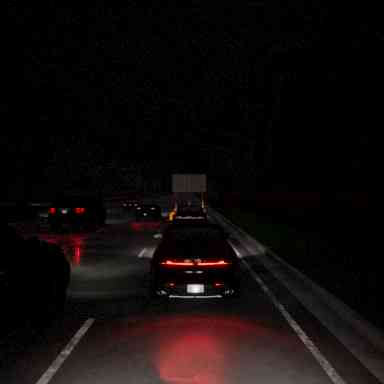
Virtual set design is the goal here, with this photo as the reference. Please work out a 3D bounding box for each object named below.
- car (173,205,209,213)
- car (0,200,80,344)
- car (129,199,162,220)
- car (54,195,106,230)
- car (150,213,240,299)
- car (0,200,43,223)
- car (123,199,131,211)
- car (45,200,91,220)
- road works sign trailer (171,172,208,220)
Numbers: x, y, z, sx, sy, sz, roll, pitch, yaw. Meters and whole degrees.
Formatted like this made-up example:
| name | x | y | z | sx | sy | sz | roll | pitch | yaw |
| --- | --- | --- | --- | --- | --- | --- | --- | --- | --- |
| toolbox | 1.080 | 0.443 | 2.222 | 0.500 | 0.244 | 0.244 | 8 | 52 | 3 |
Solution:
| name | x | y | z | sx | sy | sz | roll | pitch | yaw |
| --- | --- | --- | --- | --- | --- | --- | --- | --- | --- |
| car | -0.067 | 1.488 | 18.842 | 2.128 | 1.511 | 4.902 | 0 | 0 | 1 |
| car | -3.419 | 1.219 | 4.077 | 2.150 | 2.045 | 5.566 | 0 | 0 | 0 |
| car | -3.614 | 1.492 | 28.096 | 2.128 | 1.511 | 4.902 | 0 | 0 | -1 |
| car | -7.056 | 1.216 | 21.021 | 2.150 | 2.045 | 5.566 | 0 | -1 | -1 |
| car | 0.047 | 1.505 | 8.453 | 1.837 | 1.490 | 4.892 | 0 | 0 | 0 |
| car | -14.108 | 1.478 | 26.828 | 1.882 | 1.535 | 5.008 | 0 | 0 | 0 |
| car | -7.235 | 1.546 | 41.302 | 2.033 | 1.411 | 5.357 | 0 | 0 | -1 |
| car | -10.630 | 1.491 | 28.942 | 2.128 | 1.511 | 4.902 | 0 | 0 | 0 |
| road works sign trailer | -0.186 | 0.464 | 22.712 | 2.380 | 3.560 | 2.880 | 0 | 0 | -3 |
